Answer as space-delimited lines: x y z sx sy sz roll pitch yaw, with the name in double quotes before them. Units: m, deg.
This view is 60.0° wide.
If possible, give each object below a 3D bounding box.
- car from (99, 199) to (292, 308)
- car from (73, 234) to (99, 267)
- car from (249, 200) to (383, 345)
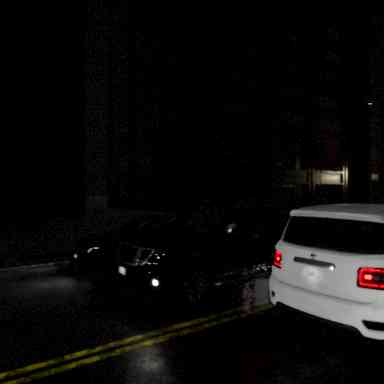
"car" 0.848 1.217 8.286 5.566 2.045 2.150 0 0 -36
"car" -1.372 1.522 10.709 4.674 1.442 1.812 0 0 -35
"car" 3.874 1.218 6.210 5.566 2.045 2.150 0 0 -35
